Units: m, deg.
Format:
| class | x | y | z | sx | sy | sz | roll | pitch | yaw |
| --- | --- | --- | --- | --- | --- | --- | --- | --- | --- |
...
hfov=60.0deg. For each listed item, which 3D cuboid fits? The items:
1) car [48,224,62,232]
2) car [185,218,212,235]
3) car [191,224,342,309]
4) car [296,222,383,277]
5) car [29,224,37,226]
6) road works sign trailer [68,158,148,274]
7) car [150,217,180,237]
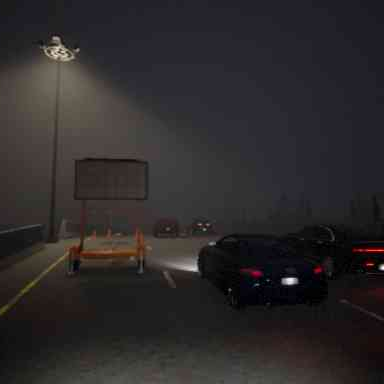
| class | x | y | z | sx | sy | sz | roll | pitch | yaw |
| --- | --- | --- | --- | --- | --- | --- | --- | --- | --- |
| car | -22.726 | 6.097 | 55.849 | 1.994 | 1.385 | 4.181 | 1 | -6 | -11 |
| car | 0.565 | 3.138 | 30.127 | 1.837 | 1.490 | 4.892 | 1 | -6 | -11 |
| car | 1.457 | 1.709 | 8.273 | 1.994 | 1.385 | 4.181 | 1 | -2 | -11 |
| car | 4.476 | 1.771 | 10.990 | 1.837 | 1.490 | 4.892 | 1 | -2 | -11 |
| car | -26.178 | 6.011 | 55.282 | 1.812 | 1.442 | 4.674 | 1 | -6 | -11 |
| road works sign trailer | -2.709 | 0.669 | 11.267 | 2.380 | 3.560 | 2.880 | 1 | -2 | -9 |
| car | -2.203 | 2.721 | 26.206 | 1.882 | 1.535 | 5.008 | 1 | -6 | -11 |
